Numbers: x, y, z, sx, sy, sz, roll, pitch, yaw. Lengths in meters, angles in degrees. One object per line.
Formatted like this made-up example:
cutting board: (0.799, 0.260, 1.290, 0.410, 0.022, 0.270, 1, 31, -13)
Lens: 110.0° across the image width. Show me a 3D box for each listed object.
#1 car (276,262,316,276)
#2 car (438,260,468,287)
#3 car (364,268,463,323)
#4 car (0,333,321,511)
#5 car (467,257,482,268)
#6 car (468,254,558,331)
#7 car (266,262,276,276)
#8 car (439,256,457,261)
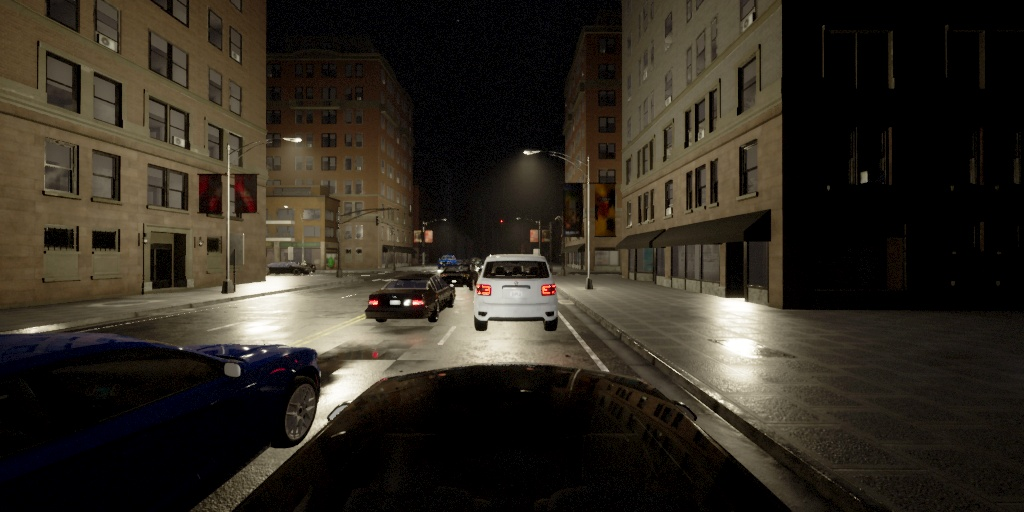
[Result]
car: (-23.141, 1.288, 36.638, 5.357, 1.411, 2.033, 0, 0, 0)
car: (-3.150, 1.227, 22.012, 1.882, 1.535, 5.008, 0, 0, 0)
car: (-3.153, 1.297, 12.159, 2.033, 1.411, 5.357, 0, 0, 0)
car: (-3.152, 1.228, 2.196, 1.882, 1.535, 5.008, 0, 0, 0)
car: (-6.568, 1.092, 63.109, 2.097, 1.767, 4.553, 0, 0, 0)
car: (0.100, 0.971, 11.090, 2.150, 2.045, 5.566, 0, 0, 0)
car: (-25.416, 1.169, 34.109, 4.097, 1.591, 1.967, 0, 0, 0)
car: (-9.837, 0.964, 54.889, 2.150, 2.045, 5.566, 0, 0, 0)
